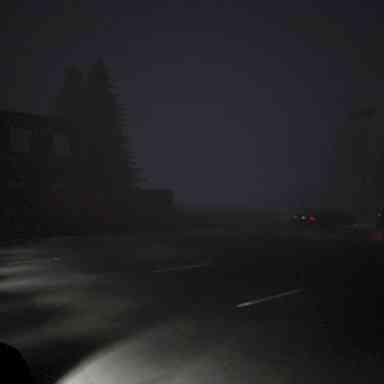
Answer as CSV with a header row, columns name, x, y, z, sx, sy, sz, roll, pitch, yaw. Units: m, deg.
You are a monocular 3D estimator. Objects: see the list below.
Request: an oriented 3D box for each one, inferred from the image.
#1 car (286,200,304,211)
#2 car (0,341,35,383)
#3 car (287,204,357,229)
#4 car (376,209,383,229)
name,x,y,z,sx,sy,sz,roll,pitch,yaw
car,14.168,1.890,45.610,2.128,1.511,4.902,0,0,5
car,-2.950,1.548,1.641,4.181,1.385,1.994,1,0,-35
car,9.377,1.769,23.329,5.357,1.411,2.033,1,0,-35
car,14.679,1.616,22.811,4.553,1.767,2.097,1,0,-36
